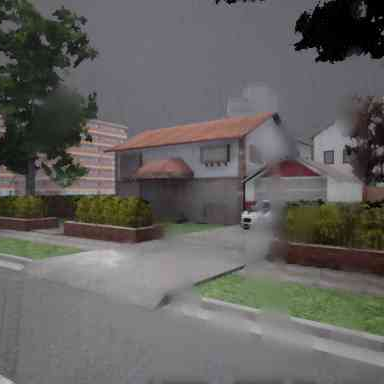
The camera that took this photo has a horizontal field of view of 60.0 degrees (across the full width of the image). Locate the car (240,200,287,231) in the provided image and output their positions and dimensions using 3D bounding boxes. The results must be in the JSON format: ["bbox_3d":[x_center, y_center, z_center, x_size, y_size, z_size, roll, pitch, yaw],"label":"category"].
[{"bbox_3d":[4.101,1.168,17.378,1.970,1.475,3.806,0,0,36],"label":"car"}]
